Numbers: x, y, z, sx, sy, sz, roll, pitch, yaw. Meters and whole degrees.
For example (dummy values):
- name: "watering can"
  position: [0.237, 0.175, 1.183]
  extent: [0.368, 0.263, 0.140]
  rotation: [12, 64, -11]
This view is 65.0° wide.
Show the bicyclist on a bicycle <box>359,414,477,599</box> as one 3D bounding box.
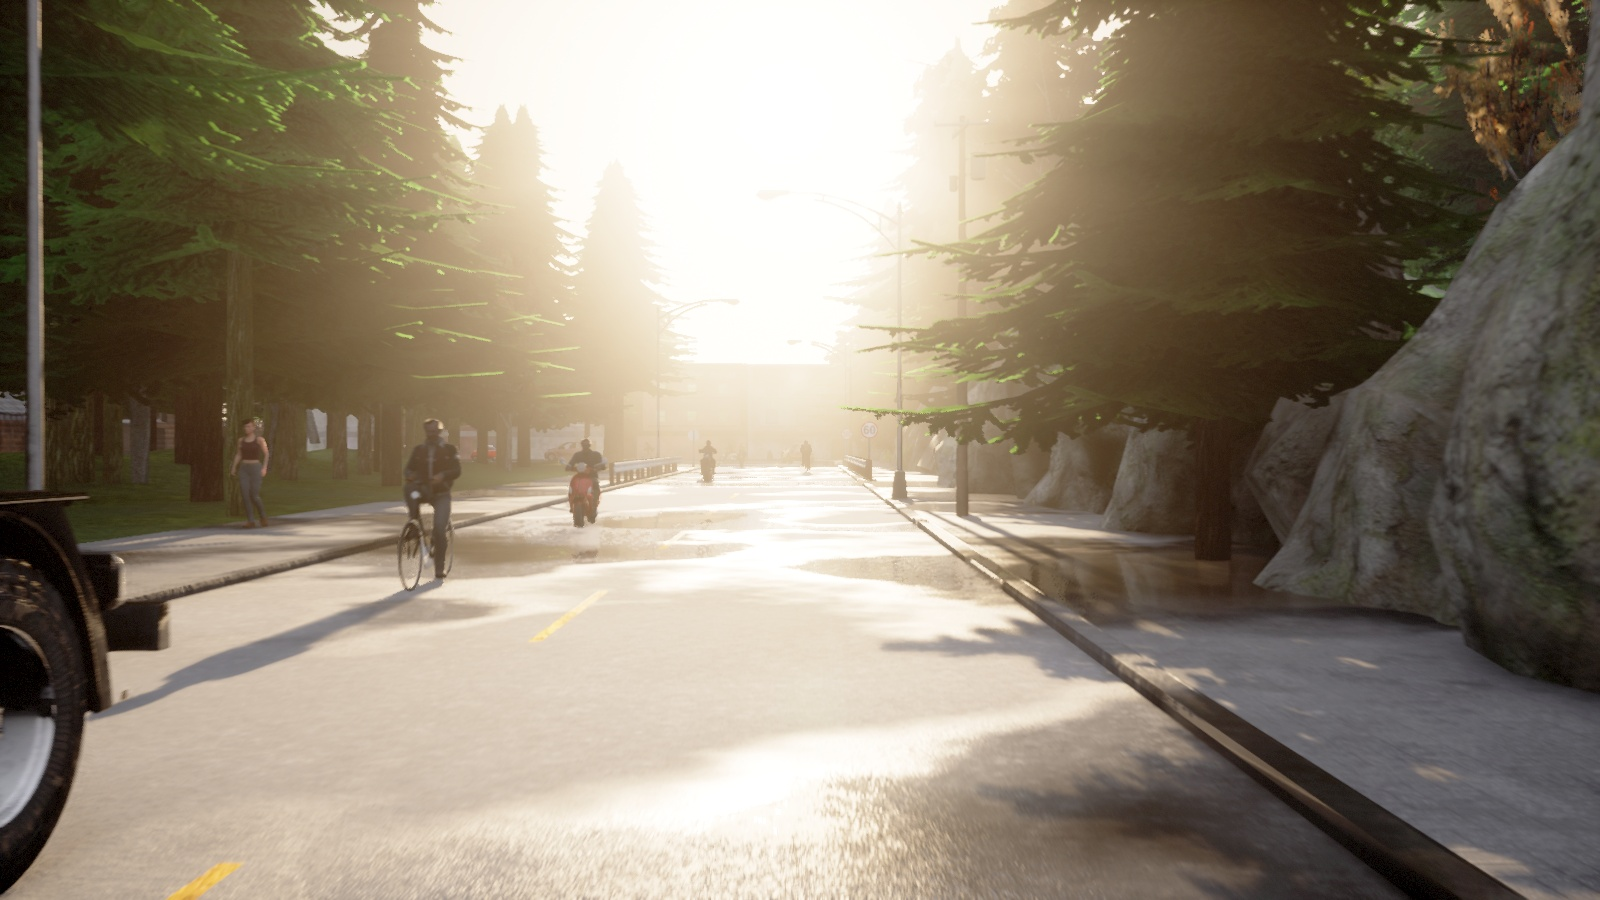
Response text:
- name: "bicyclist on a bicycle"
  position: [-3.910, 0.544, 12.995]
  extent: [0.659, 1.776, 1.843]
  rotation: [0, 0, 0]

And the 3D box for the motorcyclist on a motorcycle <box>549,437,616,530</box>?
- name: "motorcyclist on a motorcycle"
  position: [-3.856, 0.576, 22.407]
  extent: [0.866, 1.590, 1.817]
  rotation: [0, 0, 0]

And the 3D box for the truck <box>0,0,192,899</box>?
- name: "truck"
  position: [-3.977, -0.245, 1.218]
  extent: [2.891, 3.462, 7.936]
  rotation: [0, 0, 0]

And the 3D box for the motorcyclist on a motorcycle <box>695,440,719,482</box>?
- name: "motorcyclist on a motorcycle"
  position: [-3.711, 0.423, 50.275]
  extent: [0.766, 1.649, 2.350]
  rotation: [0, 1, 0]

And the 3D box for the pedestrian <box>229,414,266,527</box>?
- name: "pedestrian"
  position: [-9.089, 0.337, 20.681]
  extent: [0.345, 1.836, 0.594]
  rotation: [0, 0, 0]

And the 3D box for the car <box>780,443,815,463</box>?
- name: "car"
  position: [-0.220, 0.205, 94.187]
  extent: [1.970, 1.475, 3.806]
  rotation: [0, 0, -11]
